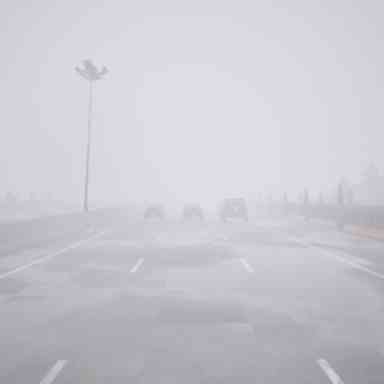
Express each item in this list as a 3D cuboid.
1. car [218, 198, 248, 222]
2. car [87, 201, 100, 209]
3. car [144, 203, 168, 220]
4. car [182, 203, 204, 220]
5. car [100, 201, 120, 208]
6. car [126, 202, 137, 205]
[{"bbox_3d":[3.596,1.524,29.855,2.150,2.045,5.566,0,-1,0],"label":"car"},{"bbox_3d":[-17.506,2.333,58.554,2.128,1.511,4.902,0,-3,0],"label":"car"},{"bbox_3d":[-3.404,1.822,31.343,1.837,1.490,4.892,0,0,0],"label":"car"},{"bbox_3d":[0.095,1.823,31.411,1.837,1.490,4.892,0,0,0],"label":"car"},{"bbox_3d":[-14.006,2.339,58.554,2.128,1.511,4.902,0,-3,0],"label":"car"},{"bbox_3d":[-10.506,2.418,58.548,1.994,1.385,4.181,0,-3,0],"label":"car"}]
